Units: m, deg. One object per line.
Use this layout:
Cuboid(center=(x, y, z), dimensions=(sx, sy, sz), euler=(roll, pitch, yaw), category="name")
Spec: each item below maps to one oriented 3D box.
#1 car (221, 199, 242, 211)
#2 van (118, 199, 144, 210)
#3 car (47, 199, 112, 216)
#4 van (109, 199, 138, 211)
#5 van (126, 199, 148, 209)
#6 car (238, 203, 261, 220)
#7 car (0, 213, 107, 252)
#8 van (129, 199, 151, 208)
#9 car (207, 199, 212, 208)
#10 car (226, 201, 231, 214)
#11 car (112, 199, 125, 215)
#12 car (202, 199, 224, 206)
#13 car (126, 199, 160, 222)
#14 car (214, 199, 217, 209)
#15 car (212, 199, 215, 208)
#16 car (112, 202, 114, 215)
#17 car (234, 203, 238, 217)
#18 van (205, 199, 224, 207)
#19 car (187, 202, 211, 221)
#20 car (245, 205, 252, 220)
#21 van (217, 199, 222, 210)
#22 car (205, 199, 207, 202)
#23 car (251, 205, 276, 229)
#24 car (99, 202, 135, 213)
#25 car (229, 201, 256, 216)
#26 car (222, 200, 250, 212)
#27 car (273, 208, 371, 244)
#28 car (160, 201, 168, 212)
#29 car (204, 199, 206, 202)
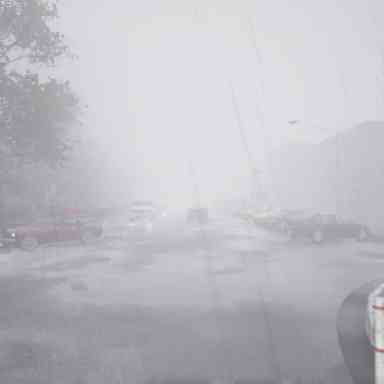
Cuboid(center=(6.741, 2.085, 43.848), dimensions=(4.553, 1.767, 2.185), euler=(1, -1, -21), category="car")
Cuboid(center=(-11.255, 2.248, 61.306), dimensions=(4.442, 1.987, 1.878), euler=(0, -1, -21), category="van")
Cuboid(center=(-10.911, 1.725, 31.838), dimensions=(5.566, 2.045, 2.435), euler=(0, -1, -21), category="car")
Cuboid(center=(-11.384, 2.140, 55.328), dimensions=(4.442, 1.987, 1.878), euler=(0, -1, -21), category="van")
Cuboid(center=(-11.596, 2.422, 70.044), dimensions=(4.442, 1.987, 1.878), euler=(0, -1, -21), category="van")
Cuboid(center=(7.091, 1.977, 29.243), dimensions=(5.366, 1.575, 1.946), euler=(1, -1, -21), category="car")
Cuboid(center=(-6.376, 1.806, 14.997), dimensions=(1.895, 1.301, 4.718), euler=(-1, -2, 31), category="car")
Cuboid(center=(-11.423, 2.481, 73.079), dimensions=(4.442, 1.987, 1.878), euler=(0, -2, -21), category="van")
Cuboid(center=(6.441, 2.323, 64.385), dimensions=(5.566, 2.045, 2.435), euler=(1, -1, -21), category="car")
Cuboid(center=(6.765, 2.144, 37.959), dimensions=(4.792, 1.488, 2.163), euler=(1, -1, -21), category="car")
Cuboid(center=(-11.035, 1.990, 40.663), dimensions=(4.553, 1.767, 2.185), euler=(0, -1, -21), category="car")
Cuboid(center=(5.944, 2.929, 93.689), dimensions=(5.566, 2.045, 2.435), euler=(2, -2, -21), category="car")
Cuboid(center=(-4.641, 1.732, 32.382), dimensions=(2.150, 2.045, 5.566), euler=(0, -1, -1), category="car")
Cuboid(center=(6.575, 2.357, 52.637), dimensions=(5.008, 1.535, 2.097), euler=(1, -1, -21), category="car")
Cuboid(center=(6.469, 2.336, 58.497), dimensions=(4.553, 1.767, 2.185), euler=(1, -1, -21), category="car")
Cuboid(center=(-11.002, 2.052, 34.749), dimensions=(4.792, 1.488, 2.163), euler=(0, -1, -21), category="car")
Cuboid(center=(6.880, 2.062, 32.104), dimensions=(4.674, 1.452, 2.002), euler=(1, -1, -21), category="car")
Cuboid(center=(5.961, 2.827, 87.783), dimensions=(4.442, 1.987, 1.878), euler=(1, -1, -21), category="van")
Cuboid(center=(0.541, 2.012, 32.919), dimensions=(1.882, 1.535, 5.008), euler=(0, -1, -1), category="car")
Cuboid(center=(6.965, 1.969, 26.237), dimensions=(4.674, 1.452, 2.002), euler=(1, -1, -21), category="car")
Cuboid(center=(6.520, 2.078, 49.662), dimensions=(4.442, 1.987, 1.878), euler=(1, -1, -21), category="van")
Cuboid(center=(6.415, 2.810, 76.165), dimensions=(5.366, 1.575, 1.946), euler=(1, -2, -21), category="car")
Cuboid(center=(7.012, 1.884, 23.305), dimensions=(4.892, 1.521, 2.231), euler=(1, -1, -21), category="car")
Cuboid(center=(-11.181, 2.262, 49.481), dimensions=(4.892, 1.521, 2.231), euler=(0, -1, -21), category="car")
Cuboid(center=(6.846, 2.070, 35.035), dimensions=(4.892, 1.521, 2.231), euler=(1, -1, -21), category="car")
Cuboid(center=(6.757, 2.163, 40.906), dimensions=(4.892, 1.521, 2.231), euler=(1, -1, -21), category="car")
Cuboid(center=(7.087, 1.791, 17.443), dimensions=(4.892, 1.521, 2.231), euler=(1, -1, -21), category="car")
Cuboid(center=(-4.890, 2.449, 52.783), dimensions=(1.895, 1.301, 4.718), euler=(0, -1, 0), category="car")
Cuboid(center=(6.331, 2.934, 82.024), dimensions=(5.366, 1.575, 1.946), euler=(1, -2, -21), category="car")
